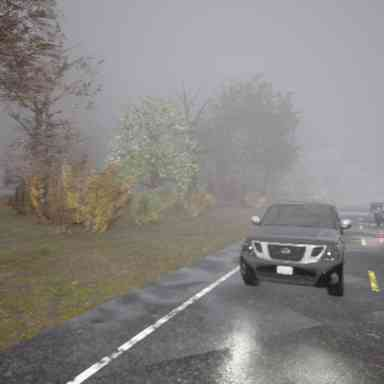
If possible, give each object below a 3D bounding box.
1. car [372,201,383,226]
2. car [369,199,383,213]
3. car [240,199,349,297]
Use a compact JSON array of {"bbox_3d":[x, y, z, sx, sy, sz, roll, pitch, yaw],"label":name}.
[{"bbox_3d":[13.929,1.576,23.381,1.812,1.442,4.674,0,0,27],"label":"car"},{"bbox_3d":[21.817,1.585,38.721,1.882,1.535,5.008,0,0,28],"label":"car"},{"bbox_3d":[3.054,1.226,9.196,2.150,2.045,5.566,0,0,25],"label":"car"}]
